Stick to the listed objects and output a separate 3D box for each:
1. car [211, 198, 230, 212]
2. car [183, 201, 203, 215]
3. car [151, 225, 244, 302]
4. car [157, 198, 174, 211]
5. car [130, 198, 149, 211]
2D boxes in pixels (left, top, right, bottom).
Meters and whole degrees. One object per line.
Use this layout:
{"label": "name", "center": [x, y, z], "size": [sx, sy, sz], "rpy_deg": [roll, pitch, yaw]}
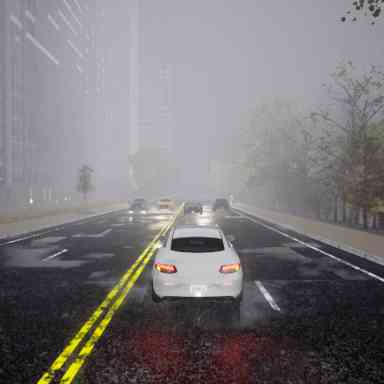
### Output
{"label": "car", "center": [3.368, 1.501, 39.413], "size": [1.837, 1.490, 4.892], "rpy_deg": [0, 0, 0]}
{"label": "car", "center": [0.116, 1.598, 33.837], "size": [1.895, 1.301, 4.718], "rpy_deg": [0, 0, 0]}
{"label": "car", "center": [0.103, 1.525, 8.112], "size": [1.812, 1.442, 4.674], "rpy_deg": [0, 0, 0]}
{"label": "car", "center": [-3.235, 1.477, 41.144], "size": [1.882, 1.535, 5.008], "rpy_deg": [0, 0, 0]}
{"label": "car", "center": [-6.482, 1.521, 41.386], "size": [1.837, 1.490, 4.892], "rpy_deg": [0, 0, 0]}
